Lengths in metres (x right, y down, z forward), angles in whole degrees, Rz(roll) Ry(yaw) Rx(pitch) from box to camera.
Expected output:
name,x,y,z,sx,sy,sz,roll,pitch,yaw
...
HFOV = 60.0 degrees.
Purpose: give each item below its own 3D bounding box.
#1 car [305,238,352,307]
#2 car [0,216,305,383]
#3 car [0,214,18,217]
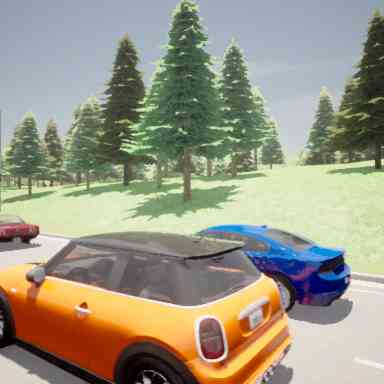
name,x,y,z,sx,sy,sz,roll,pitch,yaw
car,0.891,1.478,7.659,5.008,1.535,1.882,0,0,36
car,-1.049,1.352,4.744,4.553,1.767,2.097,0,0,36
car,-8.754,1.601,14.534,4.718,1.301,1.895,0,0,36
